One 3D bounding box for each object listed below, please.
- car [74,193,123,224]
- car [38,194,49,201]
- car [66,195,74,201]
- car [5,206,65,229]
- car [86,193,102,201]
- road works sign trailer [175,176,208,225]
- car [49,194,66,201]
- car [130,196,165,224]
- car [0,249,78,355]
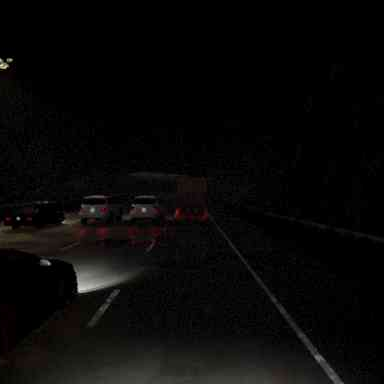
[{"bbox_3d":[-6.897,1.328,25.726,2.150,2.045,5.566,0,0,0],"label":"car"},{"bbox_3d":[-31.491,1.191,72.028,1.837,1.490,4.892,0,1,0],"label":"car"},{"bbox_3d":[-24.491,1.179,71.260,1.882,1.535,5.008,0,1,0],"label":"car"},{"bbox_3d":[-10.397,1.654,22.451,2.033,1.411,5.357,0,0,0],"label":"car"},{"bbox_3d":[-20.991,1.032,71.637,2.097,1.767,4.553,0,1,0],"label":"car"},{"bbox_3d":[-0.008,0.571,24.787,2.380,3.560,2.880,0,0,0],"label":"road works sign trailer"},{"bbox_3d":[-27.991,1.241,71.261,2.033,1.411,5.357,0,1,0],"label":"car"},{"bbox_3d":[-3.397,1.327,26.202,2.150,2.045,5.566,0,0,0],"label":"car"},{"bbox_3d":[-3.399,1.607,5.366,1.994,1.385,4.181,0,0,0],"label":"car"}]
